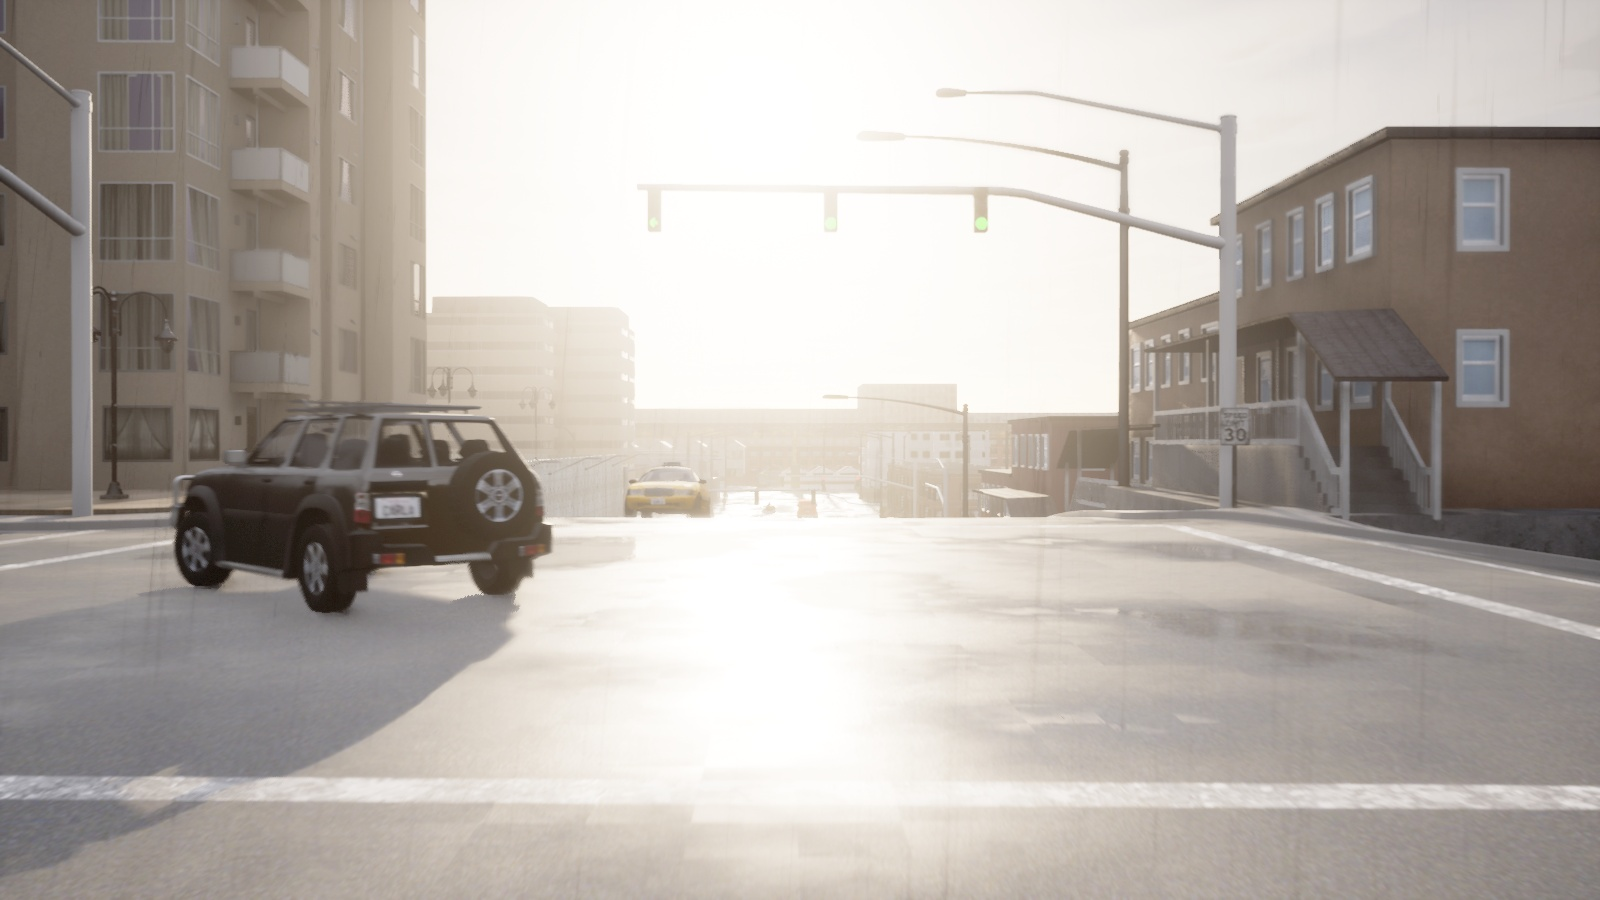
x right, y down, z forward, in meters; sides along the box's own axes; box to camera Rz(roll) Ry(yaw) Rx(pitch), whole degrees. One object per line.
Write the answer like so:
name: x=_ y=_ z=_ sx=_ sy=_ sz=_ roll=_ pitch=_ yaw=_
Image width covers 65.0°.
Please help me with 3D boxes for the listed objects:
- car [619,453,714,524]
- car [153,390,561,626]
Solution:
car: x=-3.298 y=1.058 z=32.036 sx=1.801 sy=1.575 sz=5.366 roll=0 pitch=-4 yaw=0
car: x=-4.453 y=0.453 z=12.176 sx=1.932 sy=1.855 sz=4.605 roll=0 pitch=0 yaw=-45
